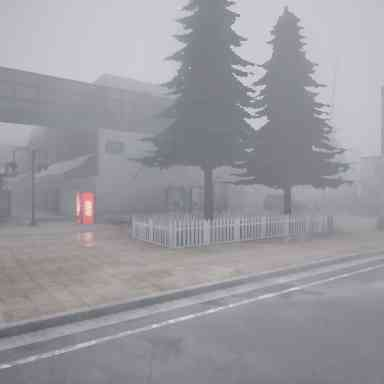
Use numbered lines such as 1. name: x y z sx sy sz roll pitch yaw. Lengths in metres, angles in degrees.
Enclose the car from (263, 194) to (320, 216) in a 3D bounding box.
1. car: 9.172 1.206 31.157 2.150 2.045 5.566 0 0 -34
